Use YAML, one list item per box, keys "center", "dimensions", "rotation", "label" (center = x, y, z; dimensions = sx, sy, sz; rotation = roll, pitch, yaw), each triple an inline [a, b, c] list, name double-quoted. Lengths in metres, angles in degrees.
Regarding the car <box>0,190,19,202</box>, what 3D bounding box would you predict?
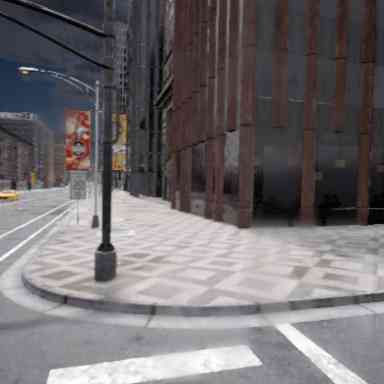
- center: [-25.350, 0.500, 46.005]
  dimensions: [1.882, 1.535, 5.008]
  rotation: [1, 1, -15]
  label: "car"
